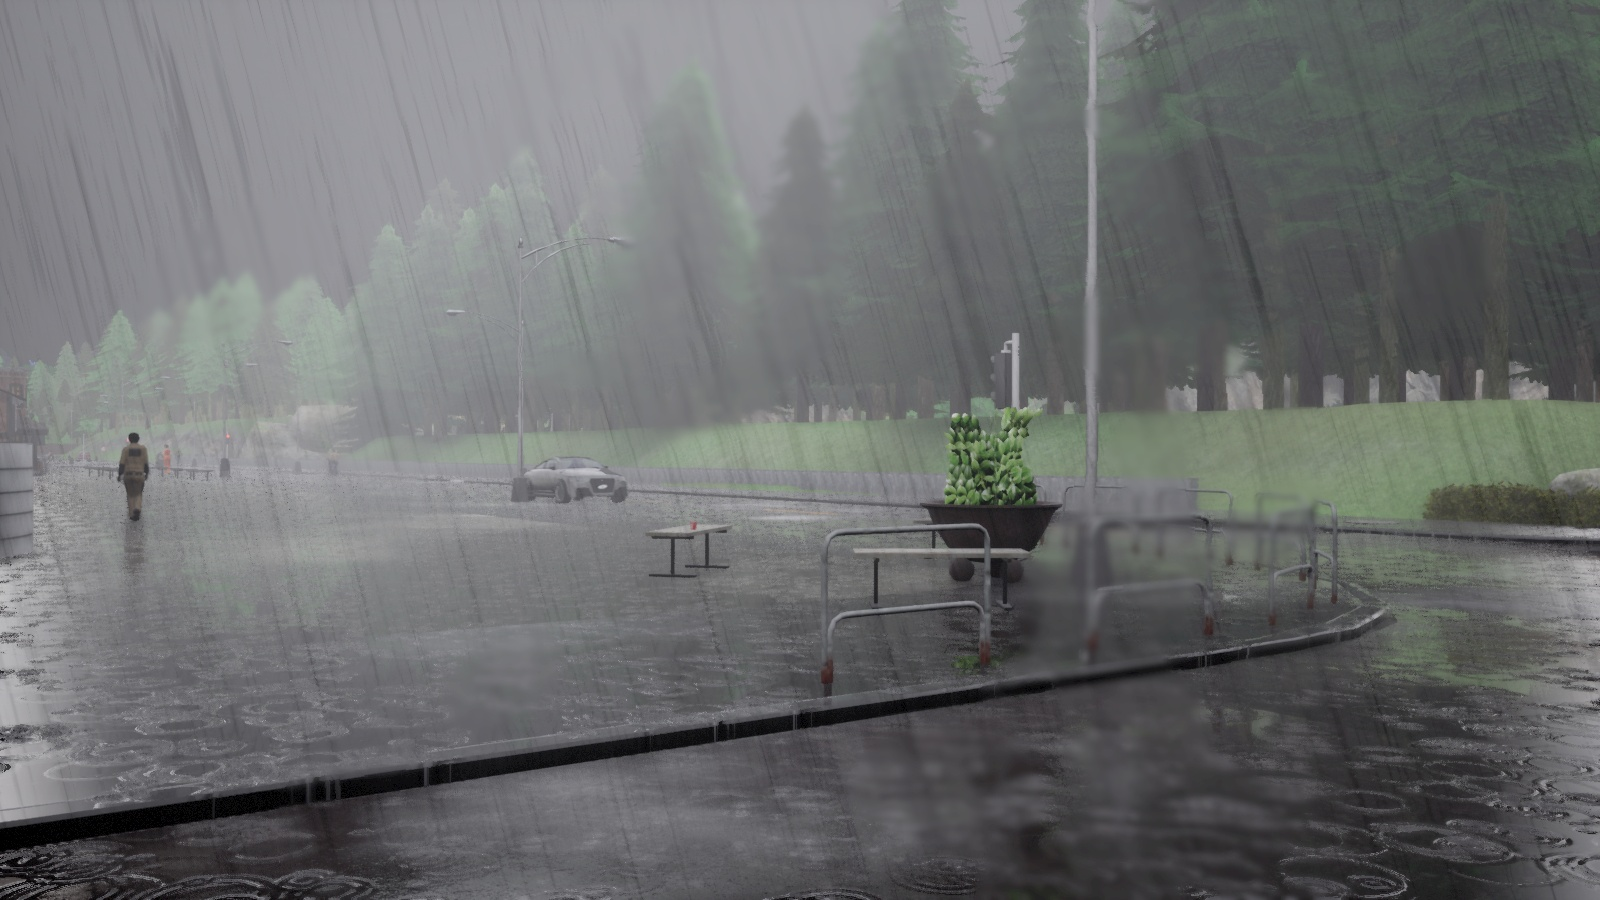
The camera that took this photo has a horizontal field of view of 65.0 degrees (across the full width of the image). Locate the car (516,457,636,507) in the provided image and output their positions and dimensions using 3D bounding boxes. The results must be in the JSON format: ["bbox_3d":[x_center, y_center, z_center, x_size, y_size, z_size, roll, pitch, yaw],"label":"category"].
[{"bbox_3d":[-6.801,0.915,37.852,1.994,1.385,4.181,0,0,-35],"label":"car"}]

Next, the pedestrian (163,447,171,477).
[{"bbox_3d":[-38.888,0.726,77.159,0.345,1.836,0.594,0,0,-34],"label":"pedestrian"}]

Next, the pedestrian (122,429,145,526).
[{"bbox_3d":[-13.476,0.545,25.391,0.396,1.930,0.692,0,0,-26],"label":"pedestrian"}]
